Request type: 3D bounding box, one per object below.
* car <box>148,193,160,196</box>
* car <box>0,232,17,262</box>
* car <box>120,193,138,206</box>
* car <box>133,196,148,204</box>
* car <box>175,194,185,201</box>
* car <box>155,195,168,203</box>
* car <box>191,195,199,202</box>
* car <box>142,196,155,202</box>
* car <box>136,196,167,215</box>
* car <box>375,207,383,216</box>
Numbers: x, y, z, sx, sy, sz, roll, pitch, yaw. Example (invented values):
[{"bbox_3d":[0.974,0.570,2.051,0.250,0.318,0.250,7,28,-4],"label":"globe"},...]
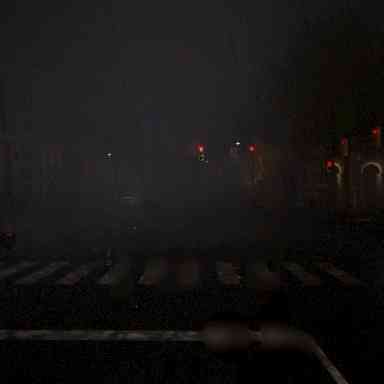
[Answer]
[{"bbox_3d":[-6.678,1.222,57.542,2.150,2.045,5.566,0,0,0],"label":"car"},{"bbox_3d":[-7.042,1.601,9.334,1.895,1.301,4.718,0,0,0],"label":"car"},{"bbox_3d":[-10.210,1.222,54.839,2.150,2.045,5.566,0,0,0],"label":"car"},{"bbox_3d":[-10.047,1.547,65.072,2.033,1.411,5.357,0,0,2],"label":"car"},{"bbox_3d":[-2.773,1.279,78.602,2.097,1.767,4.553,0,0,1],"label":"car"},{"bbox_3d":[-6.411,1.525,70.743,2.128,1.511,4.902,0,0,1],"label":"car"},{"bbox_3d":[0.727,1.450,78.573,2.128,1.511,4.902,0,0,1],"label":"car"},{"bbox_3d":[-9.828,1.540,75.514,2.033,1.411,5.357,0,0,1],"label":"car"},{"bbox_3d":[-4.156,1.477,33.809,1.882,1.535,5.008,0,0,-18],"label":"car"},{"bbox_3d":[18.598,1.526,29.145,4.674,1.442,1.812,0,0,1],"label":"car"}]
